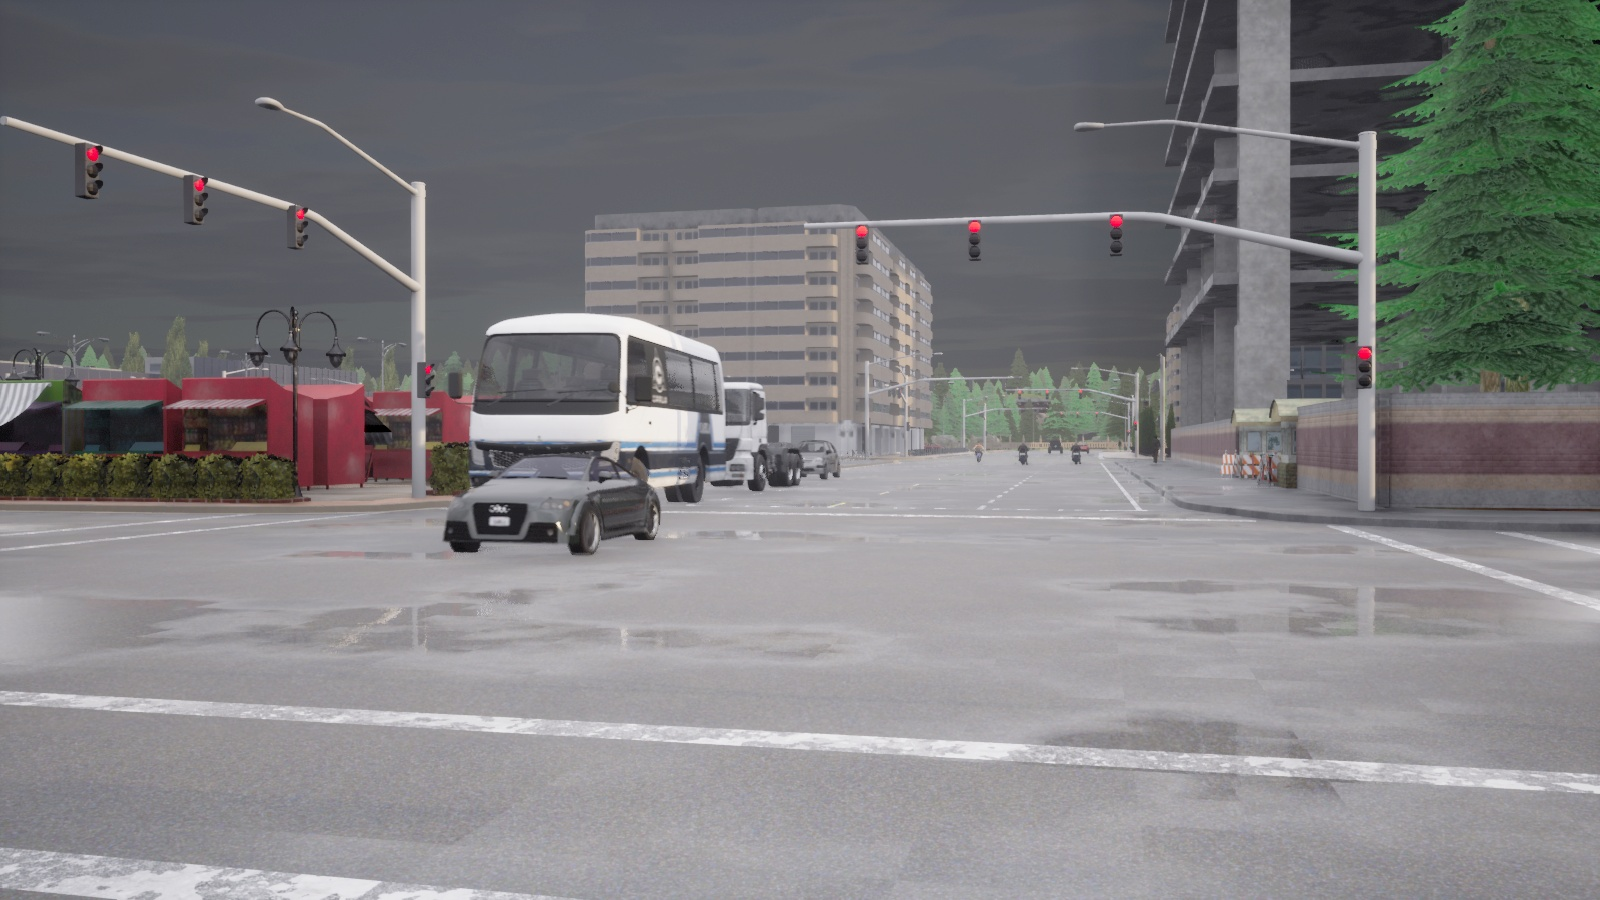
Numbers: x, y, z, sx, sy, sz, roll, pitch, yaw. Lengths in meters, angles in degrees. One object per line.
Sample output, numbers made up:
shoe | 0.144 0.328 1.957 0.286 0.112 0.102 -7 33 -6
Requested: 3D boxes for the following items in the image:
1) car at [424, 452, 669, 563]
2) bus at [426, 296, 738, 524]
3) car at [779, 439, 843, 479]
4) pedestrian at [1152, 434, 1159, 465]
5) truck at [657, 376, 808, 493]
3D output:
car | -3.561 0.748 18.501 1.994 1.385 4.181 0 0 13
bus | -4.412 -0.780 28.827 3.944 4.253 10.273 0 0 9
car | 0.516 0.350 52.348 1.851 1.617 3.988 0 0 13
pedestrian | 22.883 -0.032 80.821 0.395 1.930 0.692 0 0 13
truck | -1.999 -0.469 41.236 2.891 3.462 7.936 0 0 13
